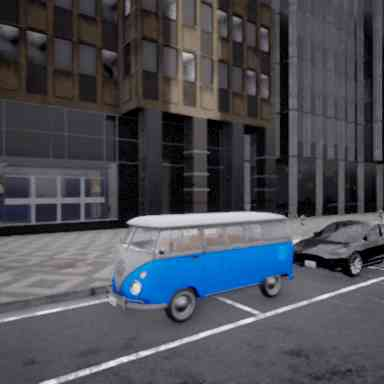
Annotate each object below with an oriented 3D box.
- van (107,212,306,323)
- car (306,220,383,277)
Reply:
[{"bbox_3d":[0.355,1.335,6.905,3.998,1.788,1.690,0,0,-35],"label":"van"},{"bbox_3d":[4.945,1.551,10.177,4.313,1.339,1.947,0,0,-35],"label":"car"}]
